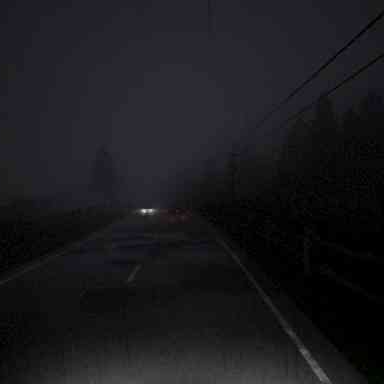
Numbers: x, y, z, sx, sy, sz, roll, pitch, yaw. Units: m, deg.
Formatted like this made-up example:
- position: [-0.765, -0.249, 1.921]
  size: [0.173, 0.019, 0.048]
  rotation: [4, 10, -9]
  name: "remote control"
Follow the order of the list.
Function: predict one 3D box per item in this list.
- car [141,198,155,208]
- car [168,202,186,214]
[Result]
- position: [-6.916, 1.754, 52.006]
  size: [2.128, 1.511, 4.902]
  rotation: [0, 0, -8]
  name: "car"
- position: [-1.784, 1.794, 38.386]
  size: [1.895, 1.301, 4.718]
  rotation: [0, 0, -6]
  name: "car"
